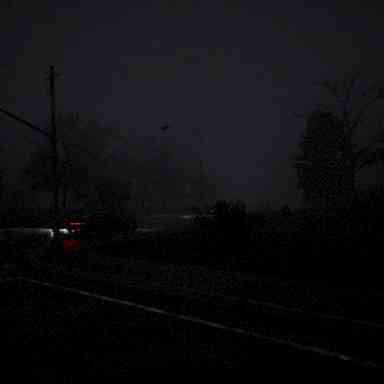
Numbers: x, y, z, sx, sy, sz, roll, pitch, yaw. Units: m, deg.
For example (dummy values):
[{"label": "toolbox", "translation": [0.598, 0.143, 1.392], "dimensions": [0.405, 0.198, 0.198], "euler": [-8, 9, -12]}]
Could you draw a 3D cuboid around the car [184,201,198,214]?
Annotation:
[{"label": "car", "translation": [1.042, 2.351, 51.590], "dimensions": [2.150, 2.045, 5.566], "euler": [-3, -2, 32]}]

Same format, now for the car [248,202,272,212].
[{"label": "car", "translation": [9.191, 2.105, 44.692], "dimensions": [1.882, 1.535, 5.008], "euler": [-3, -2, 32]}]

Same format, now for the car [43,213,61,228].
[{"label": "car", "translation": [-11.667, 2.524, 31.595], "dimensions": [1.837, 1.490, 4.892], "euler": [-3, -2, 33]}]

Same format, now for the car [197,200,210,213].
[{"label": "car", "translation": [3.240, 2.306, 48.515], "dimensions": [2.097, 1.767, 4.553], "euler": [-3, -2, 32]}]

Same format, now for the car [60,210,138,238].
[{"label": "car", "translation": [-5.633, 2.040, 21.569], "dimensions": [1.837, 1.490, 4.892], "euler": [-3, -2, 34]}]
